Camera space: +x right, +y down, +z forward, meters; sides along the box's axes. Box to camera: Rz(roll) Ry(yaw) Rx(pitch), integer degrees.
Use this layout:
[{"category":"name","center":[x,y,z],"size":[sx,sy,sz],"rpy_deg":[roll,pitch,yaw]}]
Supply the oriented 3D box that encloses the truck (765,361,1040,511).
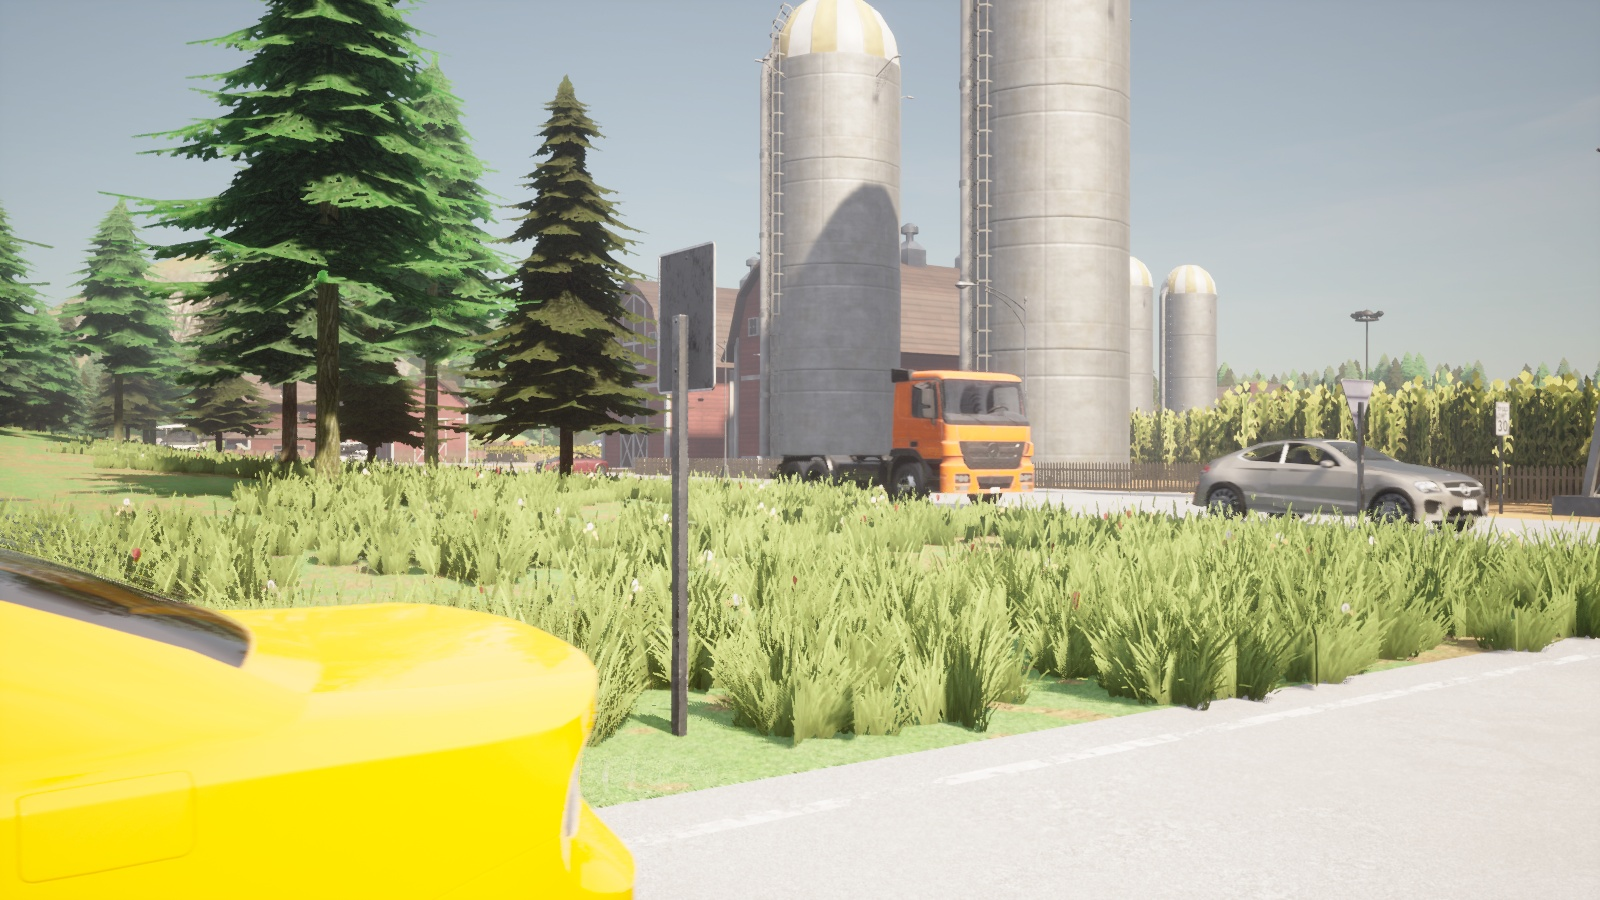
[{"category":"truck","center":[2.440,-0.299,33.213],"size":[2.891,3.462,7.936],"rpy_deg":[0,0,-34]}]

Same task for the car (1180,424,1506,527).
[{"category":"car","center":[9.621,0.419,22.689],"size":[2.152,1.651,5.027],"rpy_deg":[0,0,-34]}]

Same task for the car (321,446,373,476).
[{"category":"car","center":[-28.189,0.672,78.105],"size":[1.932,1.855,4.605],"rpy_deg":[0,0,-34]}]

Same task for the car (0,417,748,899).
[{"category":"car","center":[-2.679,0.731,1.428],"size":[5.008,1.535,1.882],"rpy_deg":[0,0,-35]}]
